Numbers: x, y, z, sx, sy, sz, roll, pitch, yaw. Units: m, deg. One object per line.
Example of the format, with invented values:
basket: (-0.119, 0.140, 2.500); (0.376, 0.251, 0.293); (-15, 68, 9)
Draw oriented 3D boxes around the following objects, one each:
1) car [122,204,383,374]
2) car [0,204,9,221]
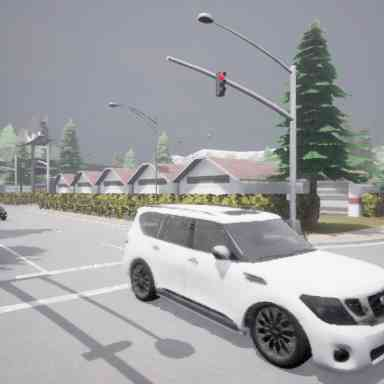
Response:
car: (0.743, 1.336, 6.268); (2.150, 2.045, 5.566); (0, 1, -40)
car: (-16.153, 1.480, 26.510); (2.033, 1.411, 5.357); (0, 0, -40)
